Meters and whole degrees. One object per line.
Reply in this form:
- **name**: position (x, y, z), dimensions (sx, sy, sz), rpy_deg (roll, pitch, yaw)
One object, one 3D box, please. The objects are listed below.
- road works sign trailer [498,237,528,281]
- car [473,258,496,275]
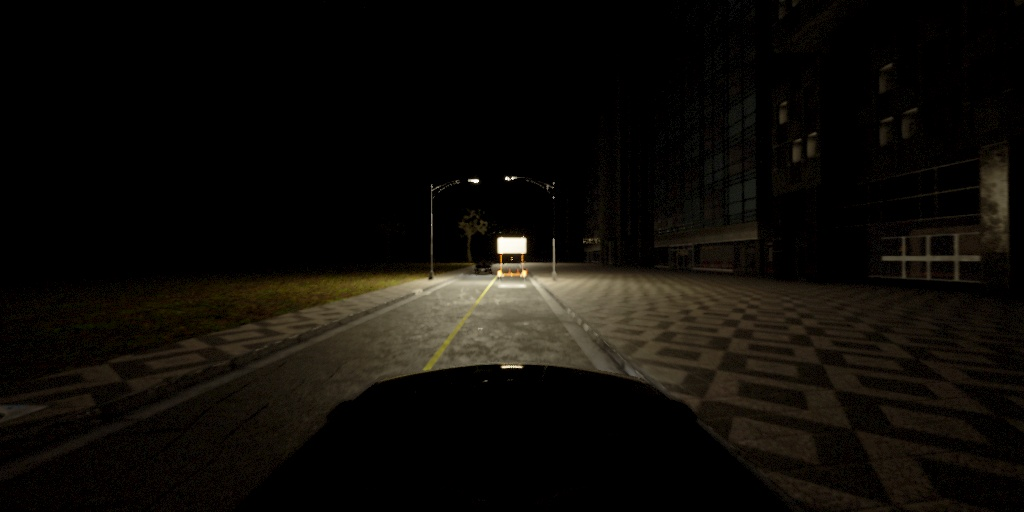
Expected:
- **road works sign trailer**: position (0.004, 0.207, 29.706), dimensions (2.380, 3.560, 2.880), rpy_deg (0, 0, 0)
- **car**: position (-3.084, 1.246, 39.278), dimensions (1.837, 1.490, 4.892), rpy_deg (0, 0, 0)
